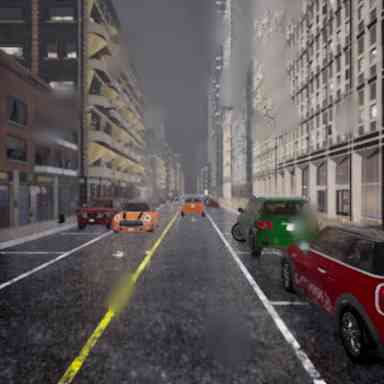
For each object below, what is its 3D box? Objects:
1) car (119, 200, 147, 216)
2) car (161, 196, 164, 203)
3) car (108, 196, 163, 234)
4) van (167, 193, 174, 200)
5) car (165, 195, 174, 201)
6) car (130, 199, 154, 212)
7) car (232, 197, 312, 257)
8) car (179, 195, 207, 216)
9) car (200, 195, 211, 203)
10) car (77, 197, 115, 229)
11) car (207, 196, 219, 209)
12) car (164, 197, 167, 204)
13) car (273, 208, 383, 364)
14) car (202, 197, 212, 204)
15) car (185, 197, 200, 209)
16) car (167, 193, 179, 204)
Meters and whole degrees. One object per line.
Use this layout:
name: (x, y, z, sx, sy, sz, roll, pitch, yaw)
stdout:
car: (-5.681, 1.523, 32.658, 1.947, 1.339, 4.313, 0, 0, 0)
car: (-5.677, 1.467, 49.433, 1.752, 1.417, 4.829, 0, 0, 0)
car: (-3.093, 1.326, 19.119, 2.097, 1.767, 4.553, 0, 0, 0)
van: (-5.667, 1.263, 89.144, 1.690, 1.788, 3.998, 0, 0, 0)
car: (-5.670, 1.490, 83.495, 1.947, 1.339, 4.313, 0, 0, 0)
car: (-5.680, 1.502, 38.306, 2.008, 1.369, 4.403, 0, 0, 0)
car: (3.110, 1.202, 13.054, 2.150, 2.045, 5.566, 0, 0, 0)
car: (0.092, 1.310, 32.199, 2.097, 1.767, 4.553, 0, 0, 0)
car: (2.707, 1.373, 66.547, 1.967, 1.590, 4.097, 0, 0, 0)
car: (-5.684, 1.286, 21.360, 2.192, 1.841, 5.009, 0, 0, 0)
car: (2.701, 1.529, 43.953, 1.802, 1.307, 4.206, 0, 0, 0)
car: (-5.675, 1.480, 60.901, 1.887, 1.381, 4.507, 0, 0, 0)
car: (3.115, 1.344, 5.994, 2.097, 1.767, 4.553, 0, 0, 0)
car: (2.705, 1.517, 60.899, 1.802, 1.307, 4.206, 0, 0, 0)
car: (0.109, 1.492, 46.655, 2.033, 1.411, 5.357, 0, 0, 0)
car: (-2.985, 1.241, 61.047, 1.837, 1.490, 4.892, 0, 0, 0)
